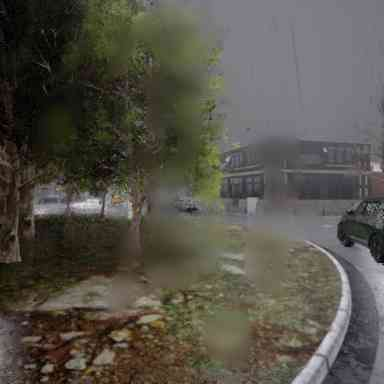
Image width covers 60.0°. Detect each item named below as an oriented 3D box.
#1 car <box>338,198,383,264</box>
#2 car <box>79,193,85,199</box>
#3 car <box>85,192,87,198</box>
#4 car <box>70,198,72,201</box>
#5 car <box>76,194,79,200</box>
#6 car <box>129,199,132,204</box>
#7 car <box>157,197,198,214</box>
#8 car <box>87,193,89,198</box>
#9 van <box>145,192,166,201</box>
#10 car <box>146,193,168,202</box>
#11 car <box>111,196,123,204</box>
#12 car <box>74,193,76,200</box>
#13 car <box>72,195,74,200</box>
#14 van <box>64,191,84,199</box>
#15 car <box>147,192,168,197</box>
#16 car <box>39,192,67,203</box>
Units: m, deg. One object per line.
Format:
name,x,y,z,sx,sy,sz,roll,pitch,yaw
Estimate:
car,6.998,1.222,11.745,2.150,2.045,5.566,0,0,8
car,-29.501,0.865,79.851,5.566,2.045,2.435,0,1,-9
car,-29.725,1.078,82.611,5.366,1.575,1.946,0,1,-9
car,-27.305,1.277,66.242,5.008,1.535,2.097,0,0,-9
car,-28.610,1.189,74.414,4.892,1.521,2.231,0,1,-9
car,-10.229,1.480,58.854,1.895,1.301,4.718,0,0,-11
car,-1.743,1.542,35.331,5.357,1.411,2.033,0,0,45
car,-30.782,1.011,88.026,5.008,1.535,2.097,0,1,-9
van,-8.098,1.024,73.092,4.442,1.987,1.878,0,1,-9
car,-7.496,1.152,70.244,4.553,1.767,2.185,0,1,-9
car,-13.192,1.356,58.529,1.882,1.535,5.008,0,0,-11
car,-28.138,1.093,71.691,4.553,1.767,2.185,0,1,-9
car,-27.732,1.288,68.965,4.674,1.452,2.002,0,1,-9
van,-30.226,0.820,85.320,4.442,1.987,1.878,0,1,-9
car,-6.703,1.349,64.868,4.792,1.488,2.163,0,0,-9
car,-26.834,1.175,63.519,4.553,1.767,2.185,0,0,-9
